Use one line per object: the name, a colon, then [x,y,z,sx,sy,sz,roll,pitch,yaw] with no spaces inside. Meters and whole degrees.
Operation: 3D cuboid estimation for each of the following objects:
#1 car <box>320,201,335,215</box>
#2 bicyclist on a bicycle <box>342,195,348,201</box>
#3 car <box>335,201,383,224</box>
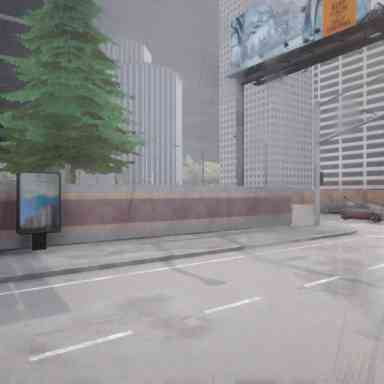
car: [14.241,1.547,31.324,2.033,1.411,5.357,0,0,-37]
bicyclist on a bicycle: [21.291,1.301,46.319,1.656,1.620,0.582,0,0,-35]
car: [13.365,1.564,25.052,1.994,1.385,4.181,0,0,-24]
